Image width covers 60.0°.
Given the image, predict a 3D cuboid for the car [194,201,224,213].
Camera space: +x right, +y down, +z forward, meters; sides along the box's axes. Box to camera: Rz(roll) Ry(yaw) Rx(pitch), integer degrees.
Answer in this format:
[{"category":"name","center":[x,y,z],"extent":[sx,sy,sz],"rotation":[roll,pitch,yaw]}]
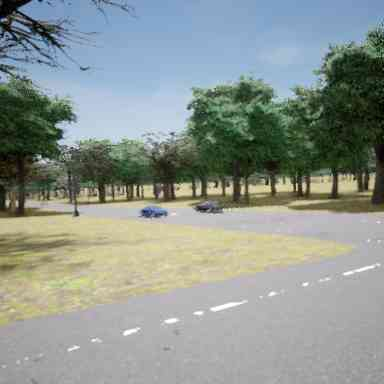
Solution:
[{"category":"car","center":[2.124,1.952,44.211],"extent":[2.128,1.511,4.902],"rotation":[-4,1,-36]}]

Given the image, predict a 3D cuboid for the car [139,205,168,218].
[{"category":"car","center":[-4.863,2.407,41.917],"extent":[1.882,1.535,5.008],"rotation":[-4,1,-36]}]
